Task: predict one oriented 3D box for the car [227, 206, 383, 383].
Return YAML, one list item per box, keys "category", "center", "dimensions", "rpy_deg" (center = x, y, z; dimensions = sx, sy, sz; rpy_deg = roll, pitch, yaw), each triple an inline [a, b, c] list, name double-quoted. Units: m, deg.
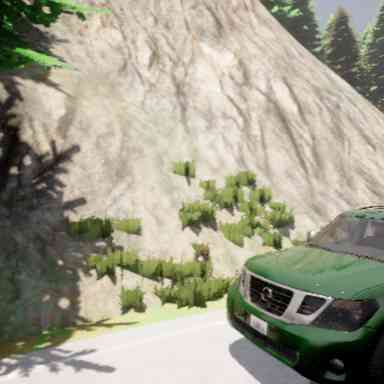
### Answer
- category: "car"
  center: [3.269, 1.261, 5.120]
  dimensions: [5.566, 2.045, 2.150]
  rpy_deg: [1, 0, -26]
